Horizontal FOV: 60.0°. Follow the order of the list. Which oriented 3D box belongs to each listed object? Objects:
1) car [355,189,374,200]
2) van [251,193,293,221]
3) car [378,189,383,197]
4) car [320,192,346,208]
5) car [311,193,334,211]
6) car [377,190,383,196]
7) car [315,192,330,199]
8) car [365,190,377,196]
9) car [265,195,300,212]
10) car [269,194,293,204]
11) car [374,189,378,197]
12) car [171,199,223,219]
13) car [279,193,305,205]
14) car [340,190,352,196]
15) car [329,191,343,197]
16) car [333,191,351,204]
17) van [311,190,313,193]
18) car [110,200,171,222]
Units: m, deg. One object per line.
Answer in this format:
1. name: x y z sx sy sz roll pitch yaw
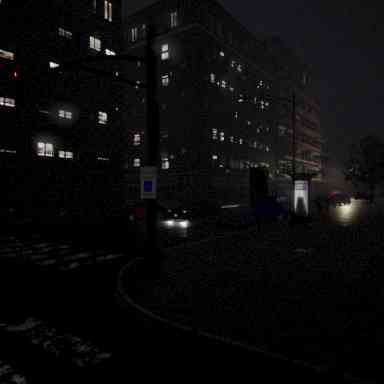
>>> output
1. car: 28.688 0.564 55.907 1.967 1.590 4.097 1 1 36
2. van: 5.695 1.009 23.708 1.690 1.788 3.998 1 1 36
3. car: 41.827 0.356 74.307 1.887 1.381 4.507 1 1 36
4. car: 15.549 0.979 37.511 1.887 1.381 4.507 1 1 36
5. car: 12.264 1.078 32.912 1.947 1.339 4.313 1 1 36
6. car: 45.111 0.315 78.907 1.802 1.307 4.206 1 1 36
7. car: 25.699 0.621 65.284 1.802 1.307 4.206 1 1 36
8. car: 44.217 0.216 82.085 1.994 1.385 4.181 0 1 36
9. car: 8.982 1.065 32.746 1.812 1.442 4.674 0 1 36
10. car: 12.574 0.933 46.906 1.802 1.307 4.206 1 1 36
11. car: 31.973 0.590 60.509 1.887 1.381 4.507 1 1 36
12. car: 0.396 1.233 25.629 2.033 1.411 5.357 0 1 36
13. car: 13.155 0.911 43.411 1.812 1.442 4.674 0 1 36
14. car: 38.824 0.278 83.663 2.008 1.369 4.403 1 1 36
15. car: 32.262 0.428 74.473 1.887 1.381 4.507 1 1 36
16. car: 18.834 0.923 42.111 1.947 1.339 4.313 1 1 36
17. van: 19.137 0.536 56.090 1.690 1.788 3.998 1 1 36
18. car: -3.832 1.283 23.931 1.887 1.381 4.507 1 1 36
